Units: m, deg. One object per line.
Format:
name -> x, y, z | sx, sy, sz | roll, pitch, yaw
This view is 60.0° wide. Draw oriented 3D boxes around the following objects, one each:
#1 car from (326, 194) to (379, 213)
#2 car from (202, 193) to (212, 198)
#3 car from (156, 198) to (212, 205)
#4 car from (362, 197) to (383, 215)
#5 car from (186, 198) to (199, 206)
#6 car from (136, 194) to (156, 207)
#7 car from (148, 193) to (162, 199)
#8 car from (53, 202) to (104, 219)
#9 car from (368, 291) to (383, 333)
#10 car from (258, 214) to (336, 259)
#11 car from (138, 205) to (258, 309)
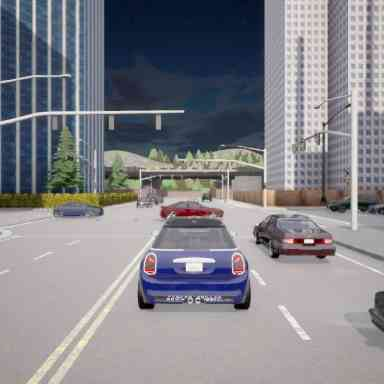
car -> 17.820, 1.221, 36.622 | 5.566, 2.045, 2.150 | 0, 0, 0
car -> 3.450, 1.202, 77.733 | 2.150, 2.045, 5.566 | 0, 0, 0
car -> -0.027, 1.477, 25.779 | 5.008, 1.535, 1.882 | 0, 0, -1
car -> 19.999, 1.526, 33.089 | 4.674, 1.442, 1.812 | 0, 0, 0
car -> 0.069, 1.600, 54.527 | 1.895, 1.301, 4.718 | 0, 0, 0
car -> -7.127, 1.491, 49.781 | 2.128, 1.511, 4.902 | 0, 0, 0
car -> -7.110, 1.221, 59.648 | 2.150, 2.045, 5.566 | 0, 0, 0
car -> -9.904, 1.565, 29.121 | 4.181, 1.385, 1.994 | 0, 0, -1
car -> 3.599, 1.547, 2.573 | 2.033, 1.411, 5.357 | 0, 0, 0
car -> 3.602, 1.547, 12.641 | 2.033, 1.411, 5.357 | 0, 0, 1
car -> 0.054, 1.352, 8.012 | 2.097, 1.767, 4.553 | 0, 0, 0
